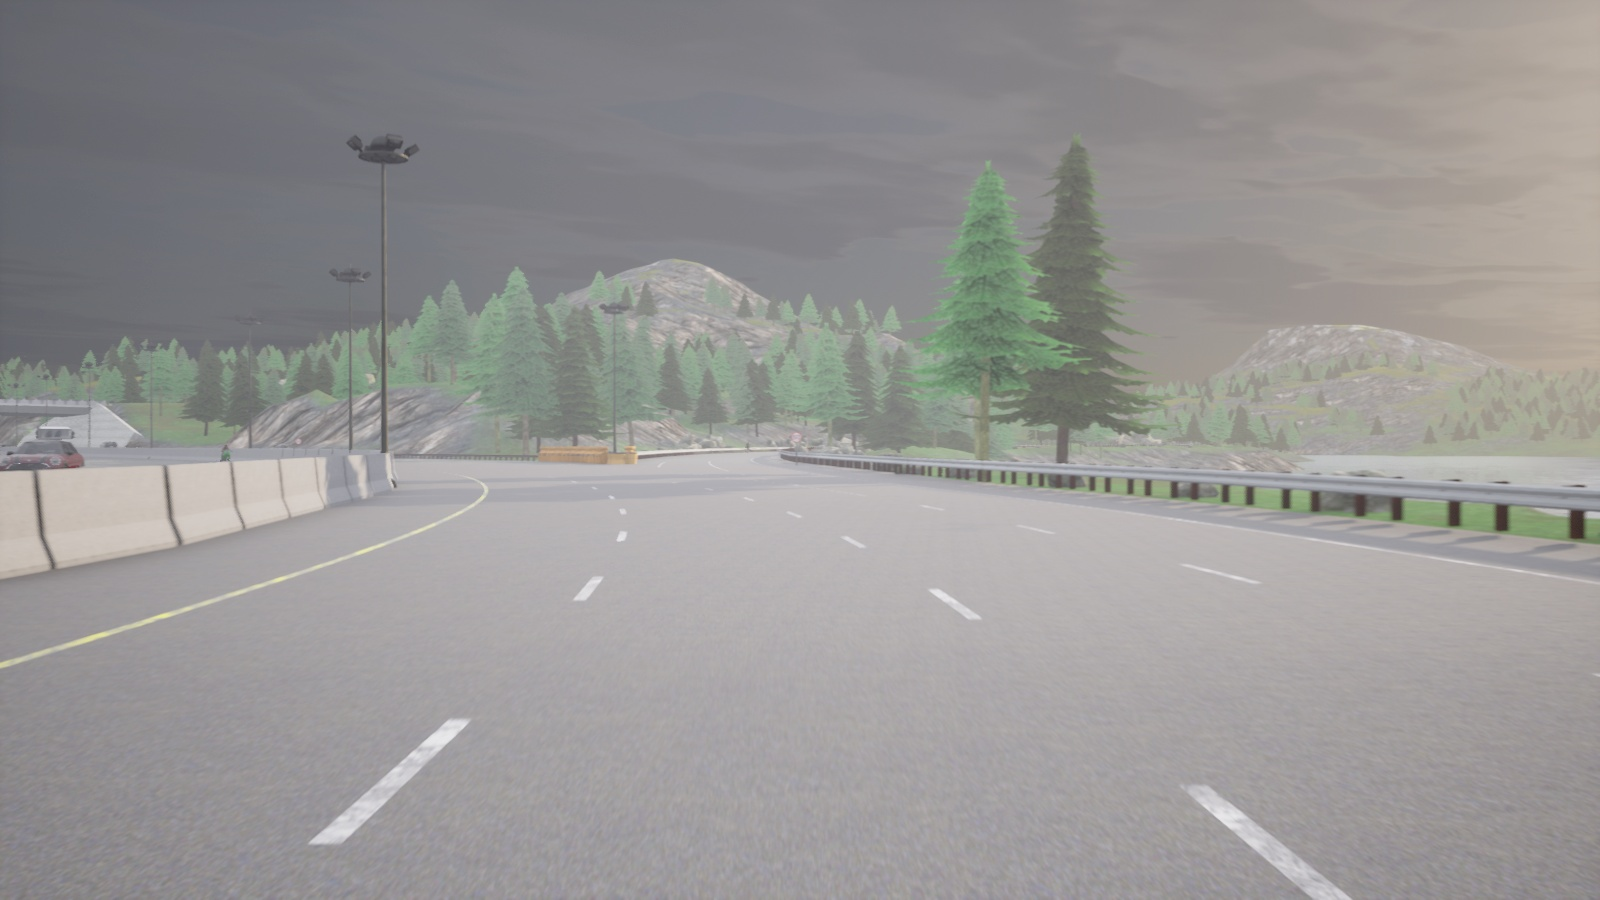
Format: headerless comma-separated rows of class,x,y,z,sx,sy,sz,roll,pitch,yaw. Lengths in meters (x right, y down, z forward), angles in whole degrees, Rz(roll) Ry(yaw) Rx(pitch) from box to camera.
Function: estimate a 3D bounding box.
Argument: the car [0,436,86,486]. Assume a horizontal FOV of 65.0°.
car,-28.356,0.381,46.856,2.097,1.767,4.553,0,0,-18
